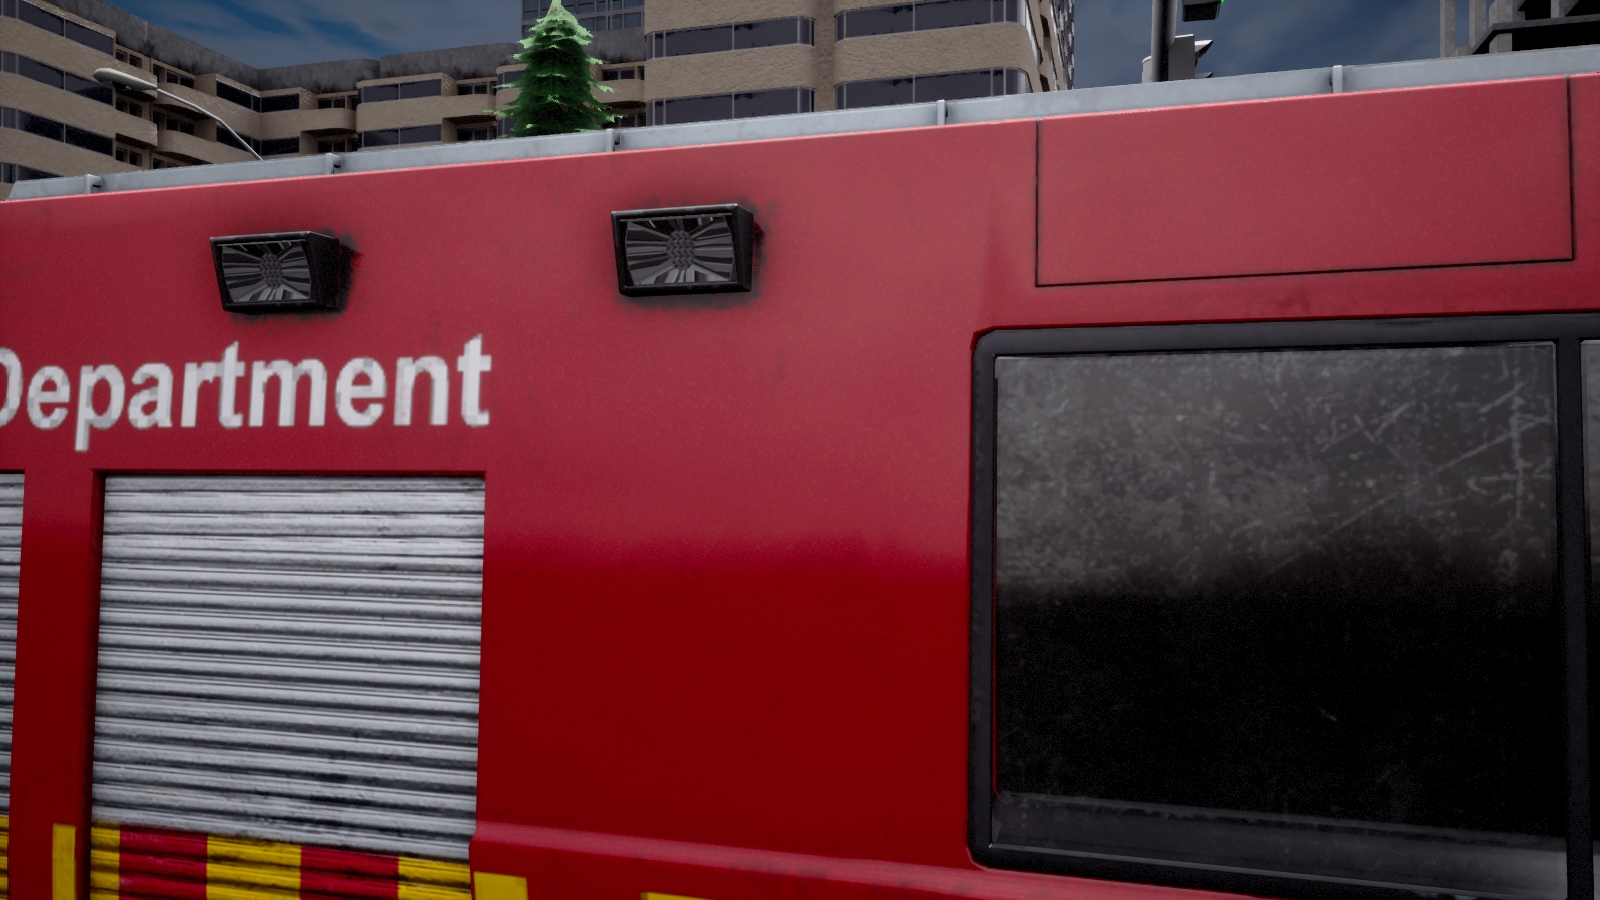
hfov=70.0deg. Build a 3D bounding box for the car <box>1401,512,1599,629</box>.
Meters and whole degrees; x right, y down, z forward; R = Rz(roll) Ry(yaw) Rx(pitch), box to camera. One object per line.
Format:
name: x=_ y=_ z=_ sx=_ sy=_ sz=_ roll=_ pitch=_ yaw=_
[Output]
car: x=12.484 y=2.037 z=20.491 sx=2.038 sy=1.542 sz=4.974 roll=0 pitch=0 yaw=16
